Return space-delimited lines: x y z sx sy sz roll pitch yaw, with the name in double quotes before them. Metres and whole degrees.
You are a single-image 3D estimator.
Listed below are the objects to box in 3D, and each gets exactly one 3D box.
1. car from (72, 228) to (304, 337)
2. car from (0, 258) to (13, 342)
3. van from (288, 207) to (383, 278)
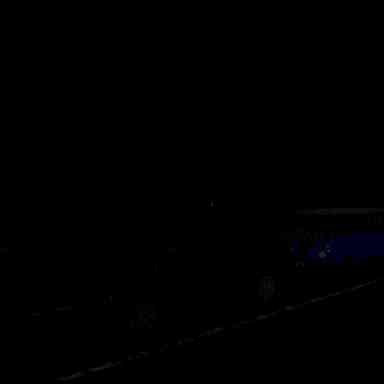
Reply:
"car" -0.027 1.552 6.634 4.507 1.381 1.887 0 0 -36
"car" -4.615 1.312 3.360 5.009 1.841 2.192 0 0 -36
"van" 4.561 1.359 9.909 3.998 1.788 1.690 0 0 -36
